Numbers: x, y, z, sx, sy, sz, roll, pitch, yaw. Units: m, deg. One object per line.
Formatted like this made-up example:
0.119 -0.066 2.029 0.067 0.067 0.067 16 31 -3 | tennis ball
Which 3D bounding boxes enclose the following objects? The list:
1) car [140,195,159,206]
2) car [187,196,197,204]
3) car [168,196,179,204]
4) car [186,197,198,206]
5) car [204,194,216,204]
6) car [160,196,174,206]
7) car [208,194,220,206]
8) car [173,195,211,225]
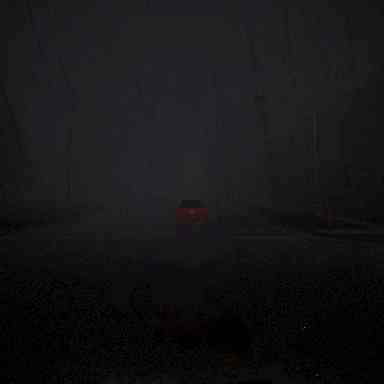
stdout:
-7.020 1.278 53.826 2.097 1.767 4.553 0 0 0 | car
-0.024 1.513 63.923 1.895 1.301 4.718 0 0 0 | car
-3.524 1.513 63.922 1.895 1.301 4.718 0 0 0 | car
-0.020 1.527 53.922 1.895 1.301 4.718 0 0 0 | car
3.476 1.265 63.864 2.097 1.767 4.553 0 0 0 | car
-3.520 1.404 53.474 1.882 1.535 5.008 0 0 0 | car
3.480 1.404 53.477 1.882 1.535 5.008 0 0 0 | car
-0.009 1.320 23.651 2.097 1.767 4.553 0 0 0 | car
